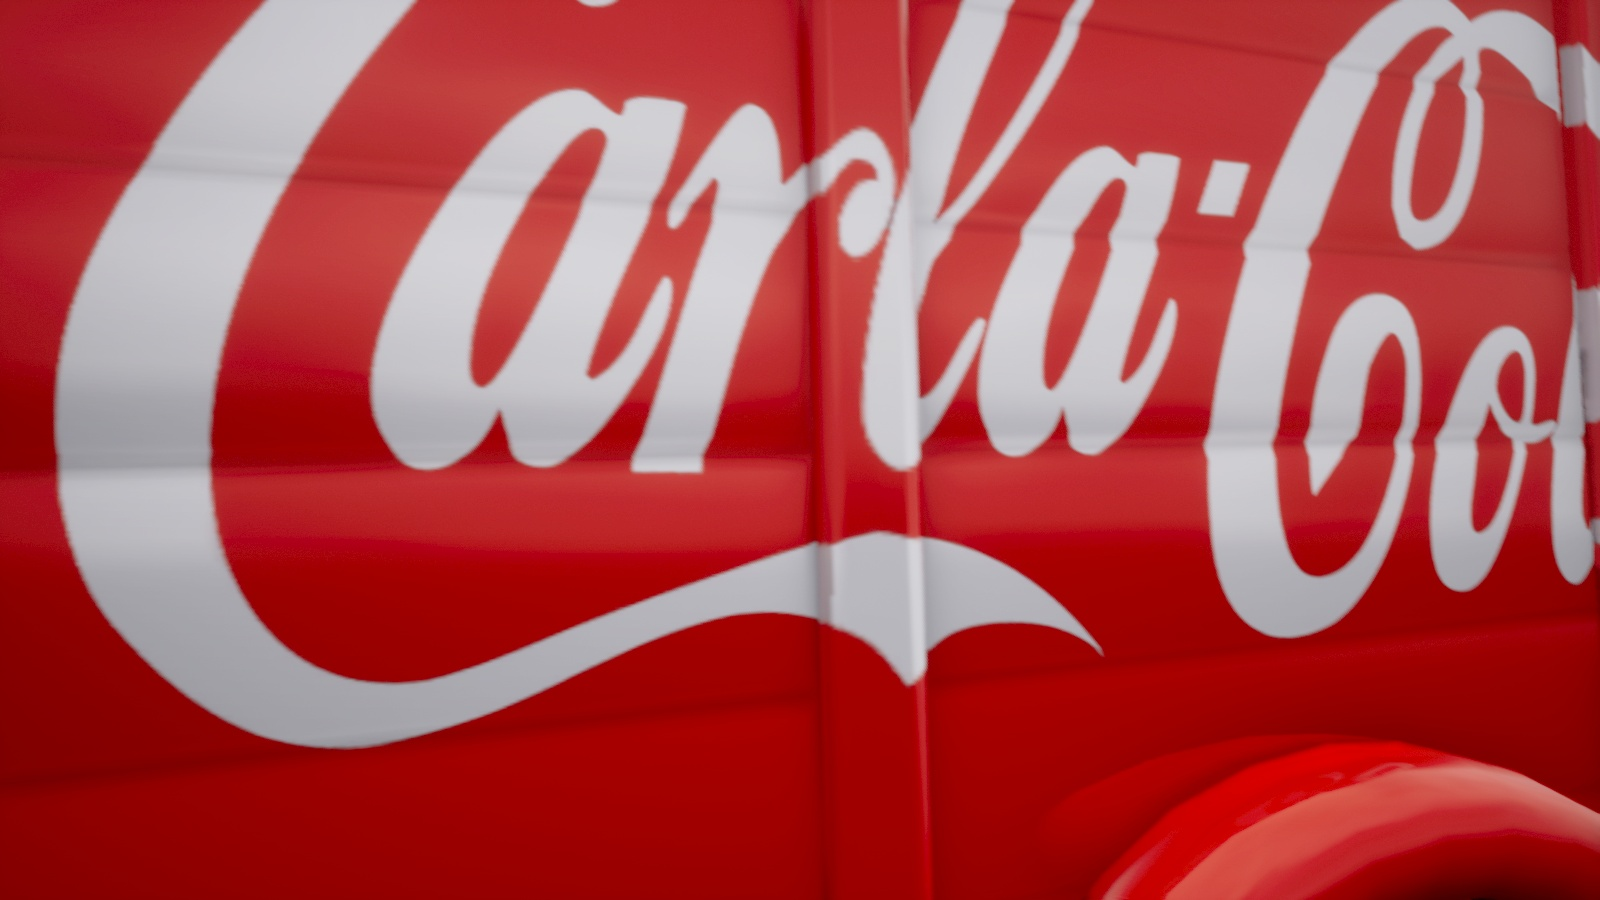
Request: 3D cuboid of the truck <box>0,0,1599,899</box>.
[{"bbox_3d":[-0.947,0.234,1.893,5.204,2.467,2.627,-1,0,-26],"label":"truck"}]
